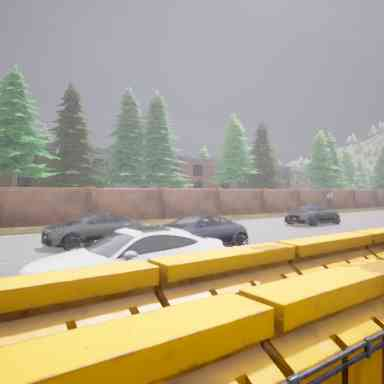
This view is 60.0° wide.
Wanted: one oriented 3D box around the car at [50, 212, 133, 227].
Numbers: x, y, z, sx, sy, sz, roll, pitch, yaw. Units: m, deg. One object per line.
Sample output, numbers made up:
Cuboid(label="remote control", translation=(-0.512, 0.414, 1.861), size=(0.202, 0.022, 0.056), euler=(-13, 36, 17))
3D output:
Cuboid(label="car", translation=(-4.032, 1.564, 13.991), size=(4.181, 1.385, 1.994), euler=(0, 0, -35))

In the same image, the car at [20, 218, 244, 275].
Cuboid(label="car", translation=(-1.242, 1.526, 7.388), size=(4.674, 1.442, 1.812), euler=(0, 0, -36))

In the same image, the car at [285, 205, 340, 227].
Cuboid(label="car", translation=(8.274, 1.564, 22.766), size=(4.181, 1.385, 1.994), euler=(0, 0, -35))

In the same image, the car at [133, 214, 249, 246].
Cuboid(label="car", translation=(0.194, 1.564, 12.704), size=(4.181, 1.385, 1.994), euler=(0, 0, -35))
